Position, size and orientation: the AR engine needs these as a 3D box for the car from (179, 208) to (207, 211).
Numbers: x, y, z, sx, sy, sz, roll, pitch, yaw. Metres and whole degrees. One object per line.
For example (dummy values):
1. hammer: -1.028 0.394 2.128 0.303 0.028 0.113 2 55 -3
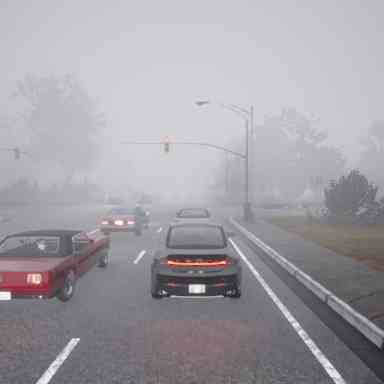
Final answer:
1. car: 0.076 1.495 17.703 1.895 1.301 4.718 0 0 0

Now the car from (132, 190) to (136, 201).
1. car: -10.673 0.696 66.822 2.150 2.045 5.566 0 0 0

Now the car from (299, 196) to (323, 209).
1. car: 13.659 1.214 38.436 4.902 1.511 2.128 0 0 -3

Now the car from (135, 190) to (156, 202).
1. car: -7.065 0.971 50.895 2.097 1.767 4.553 0 0 -3

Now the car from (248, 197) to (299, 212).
1. car: 8.074 1.247 34.488 4.902 1.511 2.128 0 1 1

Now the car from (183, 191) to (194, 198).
1. car: -0.687 0.775 85.309 1.994 1.385 4.181 0 1 -4

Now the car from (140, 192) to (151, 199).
1. car: -10.855 0.819 77.491 1.882 1.535 5.008 0 1 -1

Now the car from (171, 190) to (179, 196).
1. car: -4.921 0.275 94.818 2.097 1.767 4.553 0 1 -7

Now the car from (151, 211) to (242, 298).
1. car: 0.086 1.472 8.390 1.837 1.490 4.892 0 0 0

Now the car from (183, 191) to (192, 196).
1. car: -1.441 0.456 95.186 2.033 1.411 5.357 0 1 -7

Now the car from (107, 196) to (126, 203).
1. car: -10.689 1.214 47.130 1.994 1.385 4.181 0 0 0

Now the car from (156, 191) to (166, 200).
1. car: -7.179 0.992 69.199 2.033 1.411 5.357 0 1 -1

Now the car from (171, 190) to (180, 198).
1. car: -4.159 0.756 84.771 2.128 1.511 4.902 0 1 -4

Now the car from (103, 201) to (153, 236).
1. car: -3.449 1.441 17.798 2.033 1.411 5.357 0 0 -1

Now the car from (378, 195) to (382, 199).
1. car: 23.743 0.939 39.026 5.566 2.045 2.150 0 0 -4

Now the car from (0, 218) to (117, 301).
1. car: -3.415 1.570 8.209 1.895 1.301 4.718 0 0 0
